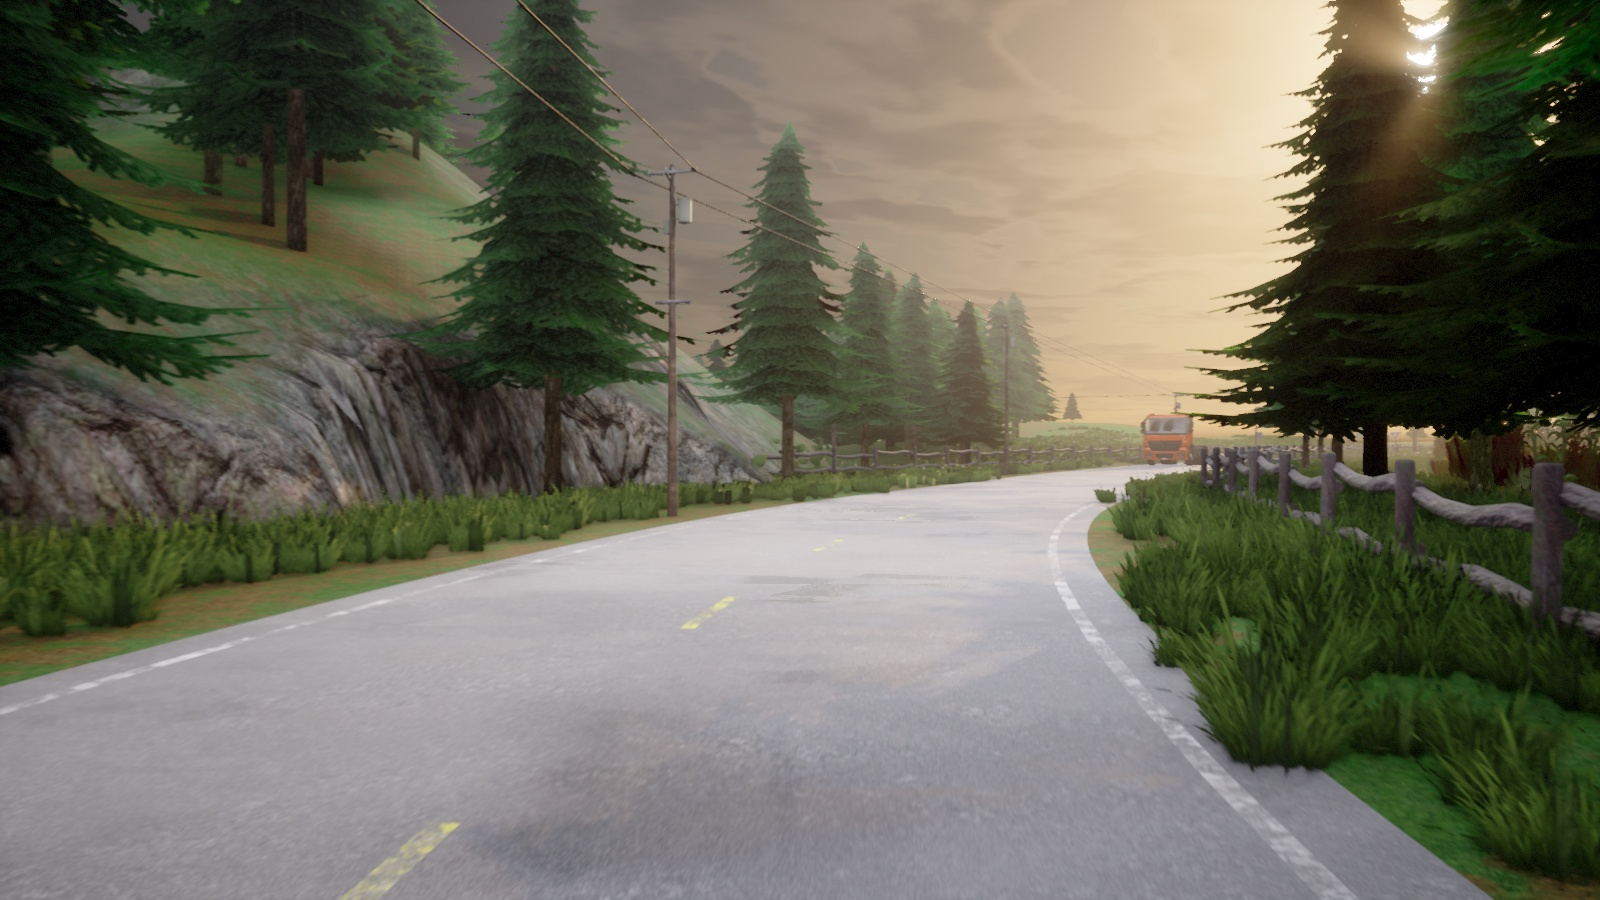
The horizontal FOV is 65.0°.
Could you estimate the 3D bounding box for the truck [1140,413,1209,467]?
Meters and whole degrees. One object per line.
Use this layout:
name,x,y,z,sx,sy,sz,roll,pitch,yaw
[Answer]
truck,25.214,-0.676,84.190,2.891,3.462,7.936,0,0,28
